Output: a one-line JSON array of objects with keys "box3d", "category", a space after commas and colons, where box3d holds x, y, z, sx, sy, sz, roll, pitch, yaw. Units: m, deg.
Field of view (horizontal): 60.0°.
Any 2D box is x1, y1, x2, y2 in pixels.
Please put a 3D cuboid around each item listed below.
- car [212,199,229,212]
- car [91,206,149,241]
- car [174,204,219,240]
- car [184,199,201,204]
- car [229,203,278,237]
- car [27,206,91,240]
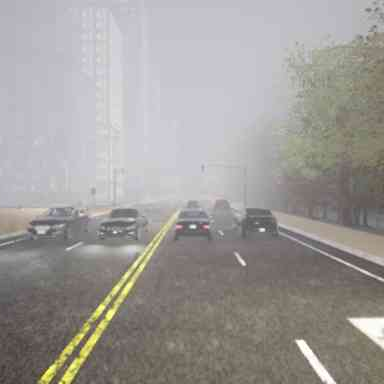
[{"box3d": [3.324, 1.501, 38.590, 1.882, 1.535, 5.008, 0, 0, 0], "category": "car"}, {"box3d": [-3.334, 1.515, 16.875, 1.837, 1.490, 4.892, 0, 0, 0], "category": "car"}, {"box3d": [0.057, 1.557, 17.021, 2.033, 1.411, 5.357, 0, 0, 0], "category": "car"}, {"box3d": [0.074, 1.549, 38.245, 1.812, 1.442, 4.674, 0, 0, 0], "category": "car"}, {"box3d": [3.310, 1.516, 18.020, 1.837, 1.490, 4.892, 0, 1, 0], "category": "car"}, {"box3d": [-6.584, 1.501, 17.009, 2.128, 1.511, 4.902, 0, 0, 0], "category": "car"}]
